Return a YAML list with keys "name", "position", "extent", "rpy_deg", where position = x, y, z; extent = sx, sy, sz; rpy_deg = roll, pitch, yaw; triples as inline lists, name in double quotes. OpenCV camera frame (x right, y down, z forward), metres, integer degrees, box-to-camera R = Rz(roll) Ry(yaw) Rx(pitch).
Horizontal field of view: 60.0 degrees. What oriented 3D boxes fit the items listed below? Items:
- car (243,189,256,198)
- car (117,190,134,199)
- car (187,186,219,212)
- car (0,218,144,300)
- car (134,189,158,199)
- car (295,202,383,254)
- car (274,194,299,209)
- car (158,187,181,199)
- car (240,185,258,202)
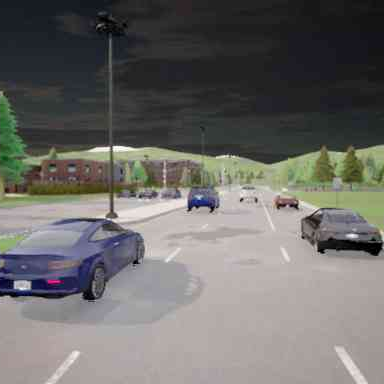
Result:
- name: "car"
  position: [9.716, 0.194, 56.042]
  extent: [1.994, 1.385, 4.181]
  rpy_deg: [0, 1, 11]
- name: "car"
  position: [-10.002, 0.340, 51.310]
  extent: [1.994, 1.385, 4.181]
  rpy_deg: [0, 1, 11]
- name: "car"
  position: [1.041, 0.525, 28.350]
  extent: [2.150, 2.045, 5.566]
  rpy_deg: [0, 1, 11]
- name: "car"
  position: [-2.523, 1.330, 7.813]
  extent: [1.812, 1.442, 4.674]
  rpy_deg: [0, 1, 7]
- name: "car"
  position: [-6.562, 0.315, 50.661]
  extent: [2.033, 1.411, 5.357]
  rpy_deg: [0, 1, 11]
- name: "car"
  position: [5.225, 1.265, 12.137]
  extent: [1.994, 1.385, 4.181]
  rpy_deg: [0, 1, 9]
- name: "car"
  position: [8.569, 0.854, 30.521]
  extent: [1.895, 1.301, 4.718]
  rpy_deg: [0, 1, 11]
- name: "car"
  position: [-3.117, 0.130, 50.038]
  extent: [2.097, 1.767, 4.553]
  rpy_deg: [0, 1, 11]
- name: "car"
  position: [7.307, 0.170, 42.716]
  extent: [2.150, 2.045, 5.566]
  rpy_deg: [0, 1, 11]
